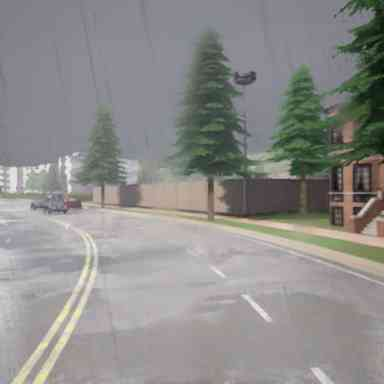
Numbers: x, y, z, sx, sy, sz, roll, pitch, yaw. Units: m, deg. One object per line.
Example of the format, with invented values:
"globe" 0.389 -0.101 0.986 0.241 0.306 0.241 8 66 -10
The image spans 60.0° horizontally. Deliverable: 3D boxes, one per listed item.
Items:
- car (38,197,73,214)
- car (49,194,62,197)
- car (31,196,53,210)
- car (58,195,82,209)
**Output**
"car" -14.896 1.624 36.172 2.033 1.411 5.357 -1 0 -33
"car" -22.237 1.336 54.082 2.150 2.045 5.566 -1 0 -31
"car" -20.614 1.661 45.078 2.033 1.411 5.357 -1 0 -33
"car" -16.311 1.554 44.920 1.882 1.535 5.008 -1 0 -32
